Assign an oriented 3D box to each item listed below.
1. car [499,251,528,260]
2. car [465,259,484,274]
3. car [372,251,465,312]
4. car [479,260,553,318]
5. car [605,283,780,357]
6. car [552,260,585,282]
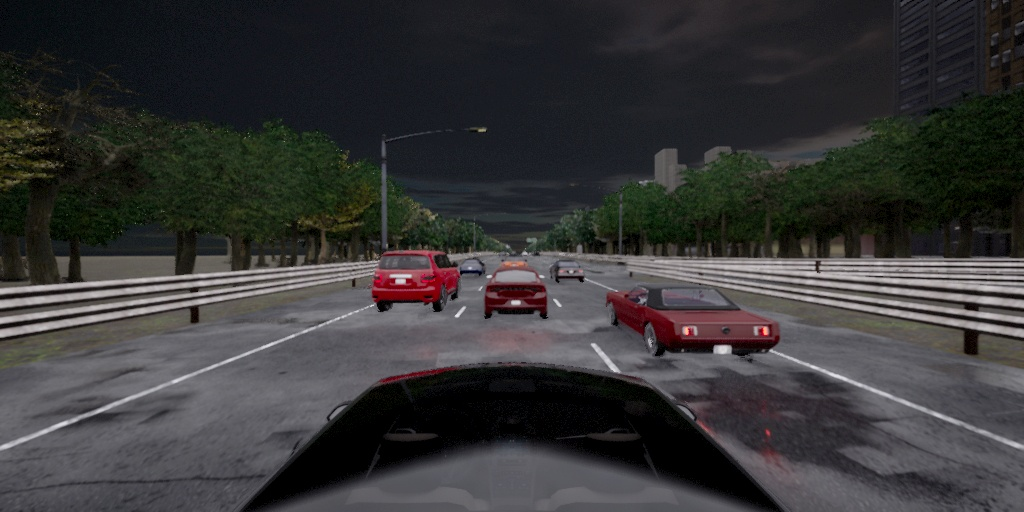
[{"bbox_3d":[0.184,0.700,29.524,2.097,1.767,4.553,0,1,0],"label":"car"},{"bbox_3d":[-3.312,0.897,30.350,1.994,1.385,4.181,0,1,0],"label":"car"},{"bbox_3d":[-3.371,0.822,13.578,2.150,2.045,5.566,0,1,0],"label":"car"},{"bbox_3d":[0.122,1.094,12.356,1.882,1.535,5.008,0,1,0],"label":"car"},{"bbox_3d":[3.598,1.271,8.299,1.895,1.301,4.718,0,1,0],"label":"car"},{"bbox_3d":[3.659,0.983,24.490,2.033,1.411,5.357,0,1,0],"label":"car"}]
